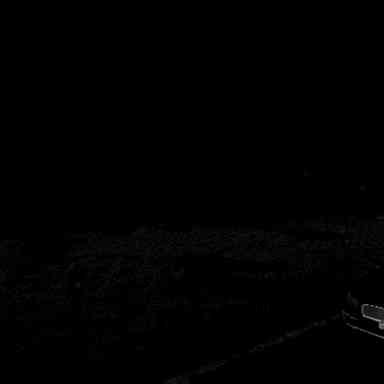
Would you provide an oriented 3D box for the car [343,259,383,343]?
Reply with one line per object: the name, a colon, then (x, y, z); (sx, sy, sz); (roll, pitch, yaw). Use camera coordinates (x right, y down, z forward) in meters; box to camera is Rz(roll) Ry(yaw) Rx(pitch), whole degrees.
car: (4.297, 1.512, 5.592); (4.403, 1.369, 2.008); (0, 0, -35)
